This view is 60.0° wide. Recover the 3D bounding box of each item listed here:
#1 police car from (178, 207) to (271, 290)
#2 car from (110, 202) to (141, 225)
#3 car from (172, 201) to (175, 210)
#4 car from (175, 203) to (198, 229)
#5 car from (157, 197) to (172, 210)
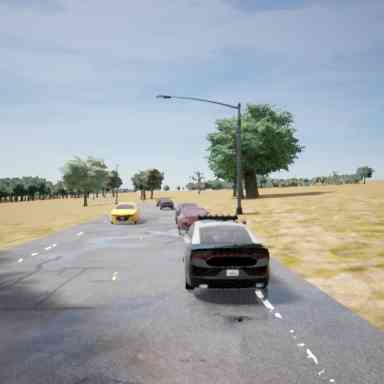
[{"bbox_3d":[0.698,1.446,9.334,1.930,1.638,5.238,0,0,-3],"label":"police car"},{"bbox_3d":[-4.978,1.545,25.275,1.882,1.535,5.008,0,0,-5],"label":"car"},{"bbox_3d":[-0.358,1.575,25.281,1.837,1.490,4.892,0,0,-5],"label":"car"},{"bbox_3d":[0.102,1.577,19.264,1.812,1.442,4.674,0,0,-4],"label":"car"},{"bbox_3d":[-3.528,1.702,46.116,1.837,1.490,4.892,0,-1,-7],"label":"car"}]
